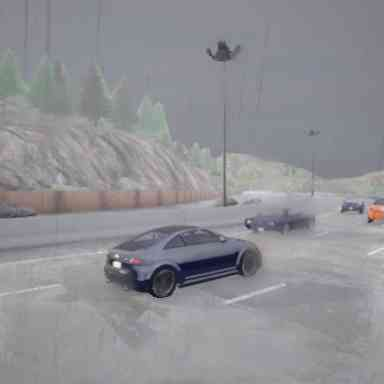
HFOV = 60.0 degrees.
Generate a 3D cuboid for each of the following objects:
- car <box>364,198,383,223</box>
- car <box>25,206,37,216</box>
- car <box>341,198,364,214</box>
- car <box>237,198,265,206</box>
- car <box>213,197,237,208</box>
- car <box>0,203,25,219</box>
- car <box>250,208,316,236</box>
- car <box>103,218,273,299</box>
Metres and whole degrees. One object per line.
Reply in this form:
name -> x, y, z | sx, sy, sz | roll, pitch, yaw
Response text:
car -> 13.886, 1.208, 23.465 | 2.097, 1.767, 4.553 | 0, 0, 37
car -> -15.750, 1.593, 27.383 | 5.357, 1.411, 2.033 | 0, 0, -40
car -> 16.130, 1.345, 33.304 | 1.812, 1.442, 4.674 | 0, 0, 30
car -> 7.201, 1.437, 38.605 | 1.994, 1.385, 4.181 | 0, 0, 29
car -> 4.222, 1.438, 40.439 | 1.837, 1.490, 4.892 | 0, 0, 29
car -> -14.880, 1.573, 23.692 | 4.674, 1.442, 1.812 | 0, 0, -39
car -> 4.903, 1.529, 17.949 | 1.895, 1.301, 4.718 | 0, 0, 43
car -> -0.103, 1.547, 8.550 | 4.181, 1.385, 1.994 | 0, 0, -40
